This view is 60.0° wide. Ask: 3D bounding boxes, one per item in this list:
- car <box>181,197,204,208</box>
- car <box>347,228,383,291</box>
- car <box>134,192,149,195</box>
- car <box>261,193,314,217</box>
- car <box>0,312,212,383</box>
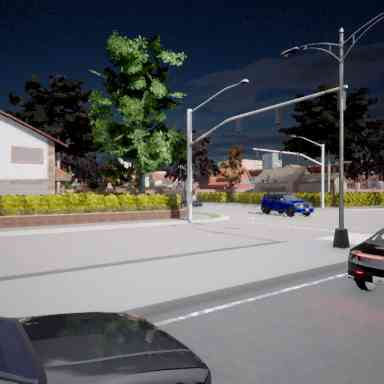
[{"bbox_3d":[-0.657,1.435,44.647,2.033,1.411,5.357,0,0,-36],"label":"car"},{"bbox_3d":[5.573,1.474,7.720,4.902,1.511,2.128,0,0,-35],"label":"car"},{"bbox_3d":[-7.833,1.081,54.601,2.150,2.045,5.566,0,0,-36],"label":"car"},{"bbox_3d":[8.567,1.148,30.472,2.150,2.045,5.566,1,0,-24],"label":"car"},{"bbox_3d":[-2.361,1.543,2.060,5.357,1.411,2.033,0,0,-36],"label":"car"}]
